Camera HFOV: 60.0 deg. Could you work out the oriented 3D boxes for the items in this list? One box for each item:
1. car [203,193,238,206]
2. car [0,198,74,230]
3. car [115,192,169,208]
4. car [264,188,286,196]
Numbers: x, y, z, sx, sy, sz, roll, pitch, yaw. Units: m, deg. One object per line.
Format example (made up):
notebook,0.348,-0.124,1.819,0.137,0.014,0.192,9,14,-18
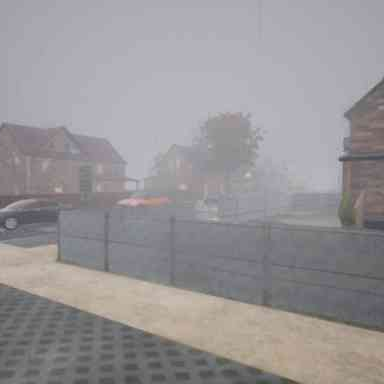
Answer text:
car,3.116,0.760,35.657,1.895,1.301,4.718,1,2,35
car,-9.023,1.156,18.610,1.837,1.490,4.892,1,2,36
car,-3.790,0.792,25.960,2.097,1.767,4.553,1,2,35
car,12.098,0.133,48.117,2.128,1.511,4.902,1,2,35
